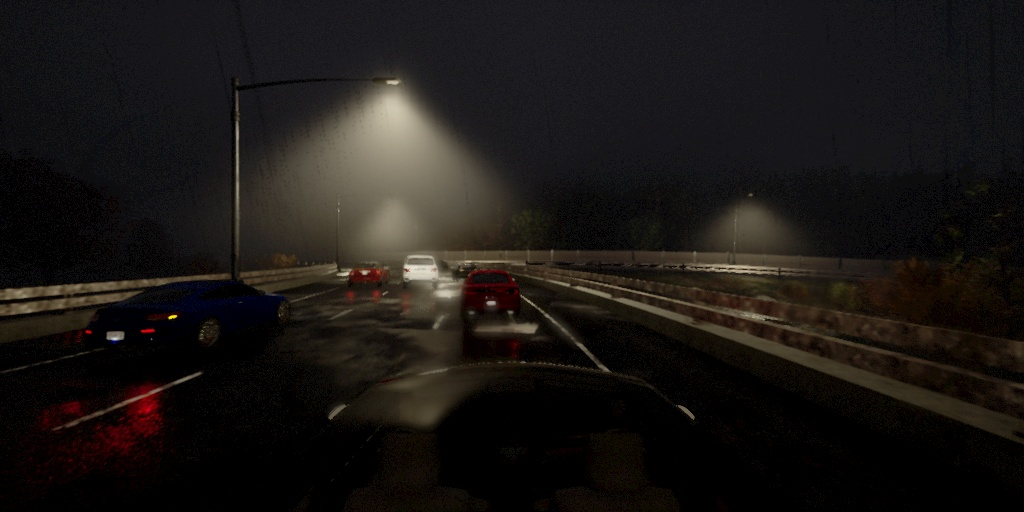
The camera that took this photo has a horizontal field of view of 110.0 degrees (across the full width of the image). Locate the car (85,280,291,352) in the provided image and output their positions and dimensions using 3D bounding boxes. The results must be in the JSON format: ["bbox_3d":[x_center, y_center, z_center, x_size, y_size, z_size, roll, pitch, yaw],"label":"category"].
[{"bbox_3d":[-7.506,1.309,8.939,1.812,1.442,4.674,0,0,-4],"label":"car"}]

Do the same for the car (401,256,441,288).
[{"bbox_3d":[-6.130,1.016,24.337,2.150,2.045,5.566,0,0,-12],"label":"car"}]

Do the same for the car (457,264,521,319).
[{"bbox_3d":[-0.861,1.242,13.002,1.882,1.535,5.008,0,0,-6],"label":"car"}]

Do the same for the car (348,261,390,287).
[{"bbox_3d":[-10.013,1.160,25.341,2.097,1.767,4.553,0,0,-13],"label":"car"}]

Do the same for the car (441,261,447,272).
[{"bbox_3d":[-9.558,1.306,46.000,1.882,1.535,5.008,0,0,-23],"label":"car"}]

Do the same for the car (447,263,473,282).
[{"bbox_3d":[-3.910,1.284,29.688,2.128,1.511,4.902,0,0,-15],"label":"car"}]
